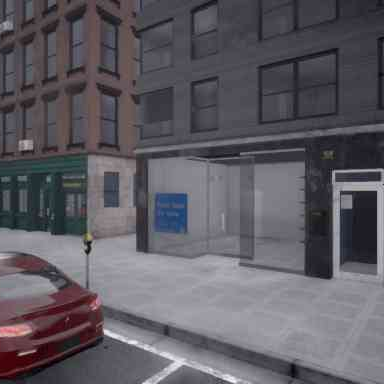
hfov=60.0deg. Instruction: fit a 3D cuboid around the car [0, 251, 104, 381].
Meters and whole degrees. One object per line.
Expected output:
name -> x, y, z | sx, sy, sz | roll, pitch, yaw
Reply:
car -> -3.089, 1.582, 5.026 | 4.206, 1.307, 1.802 | 0, 0, 36
